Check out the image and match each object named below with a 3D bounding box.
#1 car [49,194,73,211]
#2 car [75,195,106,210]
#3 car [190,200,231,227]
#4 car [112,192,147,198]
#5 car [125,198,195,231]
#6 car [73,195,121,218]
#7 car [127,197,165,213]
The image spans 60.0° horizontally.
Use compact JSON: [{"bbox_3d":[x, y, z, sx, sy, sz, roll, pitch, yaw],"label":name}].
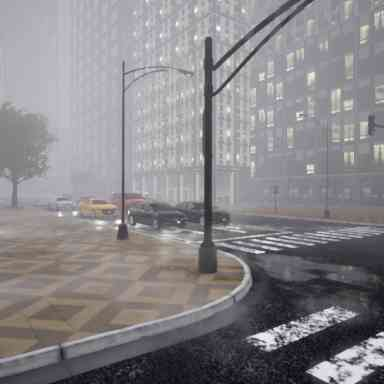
[{"bbox_3d":[-13.932,1.216,35.605,1.812,1.442,4.674,0,0,-37],"label":"car"},{"bbox_3d":[-11.679,1.177,38.024,1.882,1.535,5.008,0,0,-37],"label":"car"},{"bbox_3d":[0.421,1.344,21.763,1.882,1.535,5.008,0,0,-37],"label":"car"},{"bbox_3d":[-5.514,1.008,29.726,2.150,2.045,5.566,0,0,-37],"label":"car"},{"bbox_3d":[-2.153,1.357,19.777,1.837,1.490,4.892,0,0,-37],"label":"car"},{"bbox_3d":[-7.808,1.254,27.371,1.882,1.535,5.008,0,0,-37],"label":"car"},{"bbox_3d":[-4.853,1.298,34.618,1.812,1.442,4.674,0,0,-37],"label":"car"}]
